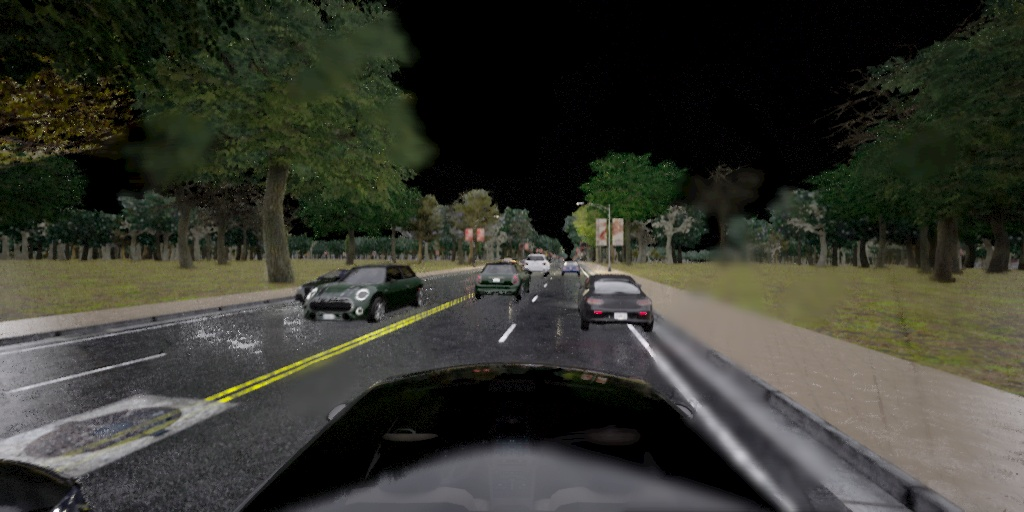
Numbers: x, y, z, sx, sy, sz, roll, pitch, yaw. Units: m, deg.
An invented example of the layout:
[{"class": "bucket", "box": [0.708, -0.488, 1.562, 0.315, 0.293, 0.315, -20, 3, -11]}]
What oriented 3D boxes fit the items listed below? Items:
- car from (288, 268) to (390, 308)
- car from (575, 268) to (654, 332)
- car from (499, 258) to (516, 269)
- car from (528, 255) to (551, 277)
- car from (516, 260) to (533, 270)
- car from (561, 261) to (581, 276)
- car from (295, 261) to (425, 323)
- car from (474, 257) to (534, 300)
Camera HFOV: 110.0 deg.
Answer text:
[{"class": "car", "box": [-7.374, 1.279, 15.830, 1.994, 1.385, 4.181, 0, 0, 9]}, {"class": "car", "box": [2.940, 1.255, 10.768, 1.812, 1.442, 4.674, 0, 0, 9]}, {"class": "car", "box": [-0.656, 1.154, 57.472, 1.882, 1.535, 5.008, 0, 0, 9]}, {"class": "car", "box": [2.549, 0.897, 35.332, 2.150, 2.045, 5.566, 0, 0, 9]}, {"class": "car", "box": [1.963, 1.239, 53.327, 1.994, 1.385, 4.181, 0, 0, 9]}, {"class": "car", "box": [5.992, 1.225, 36.486, 2.033, 1.411, 5.357, 0, 0, 10]}, {"class": "car", "box": [-4.687, 1.076, 12.081, 2.097, 1.767, 4.553, 0, 0, 9]}, {"class": "car", "box": [-0.320, 1.063, 17.487, 2.097, 1.767, 4.553, 0, 0, 9]}]
